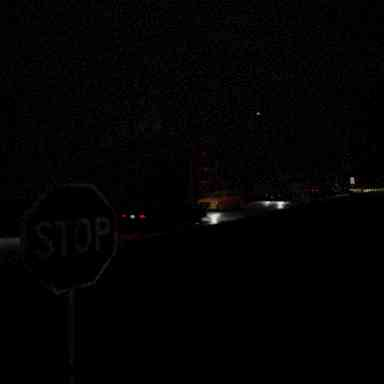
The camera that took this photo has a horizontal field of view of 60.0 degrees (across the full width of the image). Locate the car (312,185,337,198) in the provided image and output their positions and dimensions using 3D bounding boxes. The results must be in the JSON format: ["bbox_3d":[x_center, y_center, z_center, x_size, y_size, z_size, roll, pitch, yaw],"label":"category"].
[{"bbox_3d":[16.515,-0.066,42.563,2.128,1.511,4.902,-1,1,36],"label":"car"}]

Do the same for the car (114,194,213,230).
[{"bbox_3d":[-1.327,1.103,17.545,2.033,1.411,5.357,-1,2,35],"label":"car"}]

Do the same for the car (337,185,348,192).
[{"bbox_3d":[22.448,-0.341,50.997,1.994,1.385,4.181,-1,1,35],"label":"car"}]

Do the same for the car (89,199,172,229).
[{"bbox_3d":[-3.431,1.179,19.503,1.895,1.301,4.718,-1,2,36],"label":"car"}]

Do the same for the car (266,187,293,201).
[{"bbox_3d":[10.231,0.222,38.698,1.837,1.490,4.892,-1,2,36],"label":"car"}]

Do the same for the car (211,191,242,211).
[{"bbox_3d":[2.367,0.685,27.663,1.882,1.535,5.008,-1,2,36],"label":"car"}]
